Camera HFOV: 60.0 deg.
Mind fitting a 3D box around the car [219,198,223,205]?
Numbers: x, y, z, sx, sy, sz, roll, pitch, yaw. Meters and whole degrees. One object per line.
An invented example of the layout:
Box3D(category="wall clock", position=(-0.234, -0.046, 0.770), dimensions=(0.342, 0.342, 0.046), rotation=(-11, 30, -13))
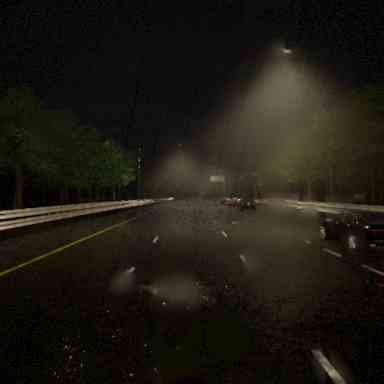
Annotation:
Box3D(category="car", position=(7.307, 2.207, 77.858), dimensions=(1.812, 1.442, 4.674), rotation=(0, -1, 0))

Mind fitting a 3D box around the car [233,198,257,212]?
Box3D(category="car", position=(7.091, 1.612, 43.595), dimensions=(2.097, 1.767, 4.553), rotation=(0, -1, 0))

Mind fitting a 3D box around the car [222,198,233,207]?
Box3D(category="car", position=(7.187, 2.042, 61.338), dimensions=(1.994, 1.385, 4.181), rotation=(0, -1, 0))

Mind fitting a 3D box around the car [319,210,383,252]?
Box3D(category="car", position=(7.008, 1.534, 14.024), dimensions=(1.837, 1.490, 4.892), rotation=(0, 0, 0))
